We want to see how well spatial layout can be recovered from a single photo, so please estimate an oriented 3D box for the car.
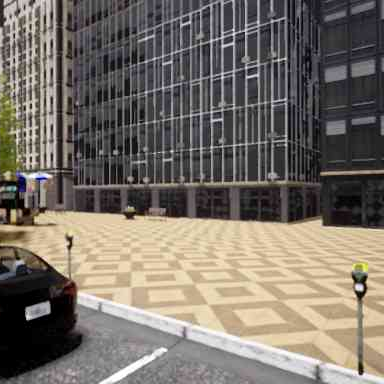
[{"bbox_3d":[-3.676,1.563,5.498,4.313,1.339,1.947,0,0,35],"label":"car"}]
